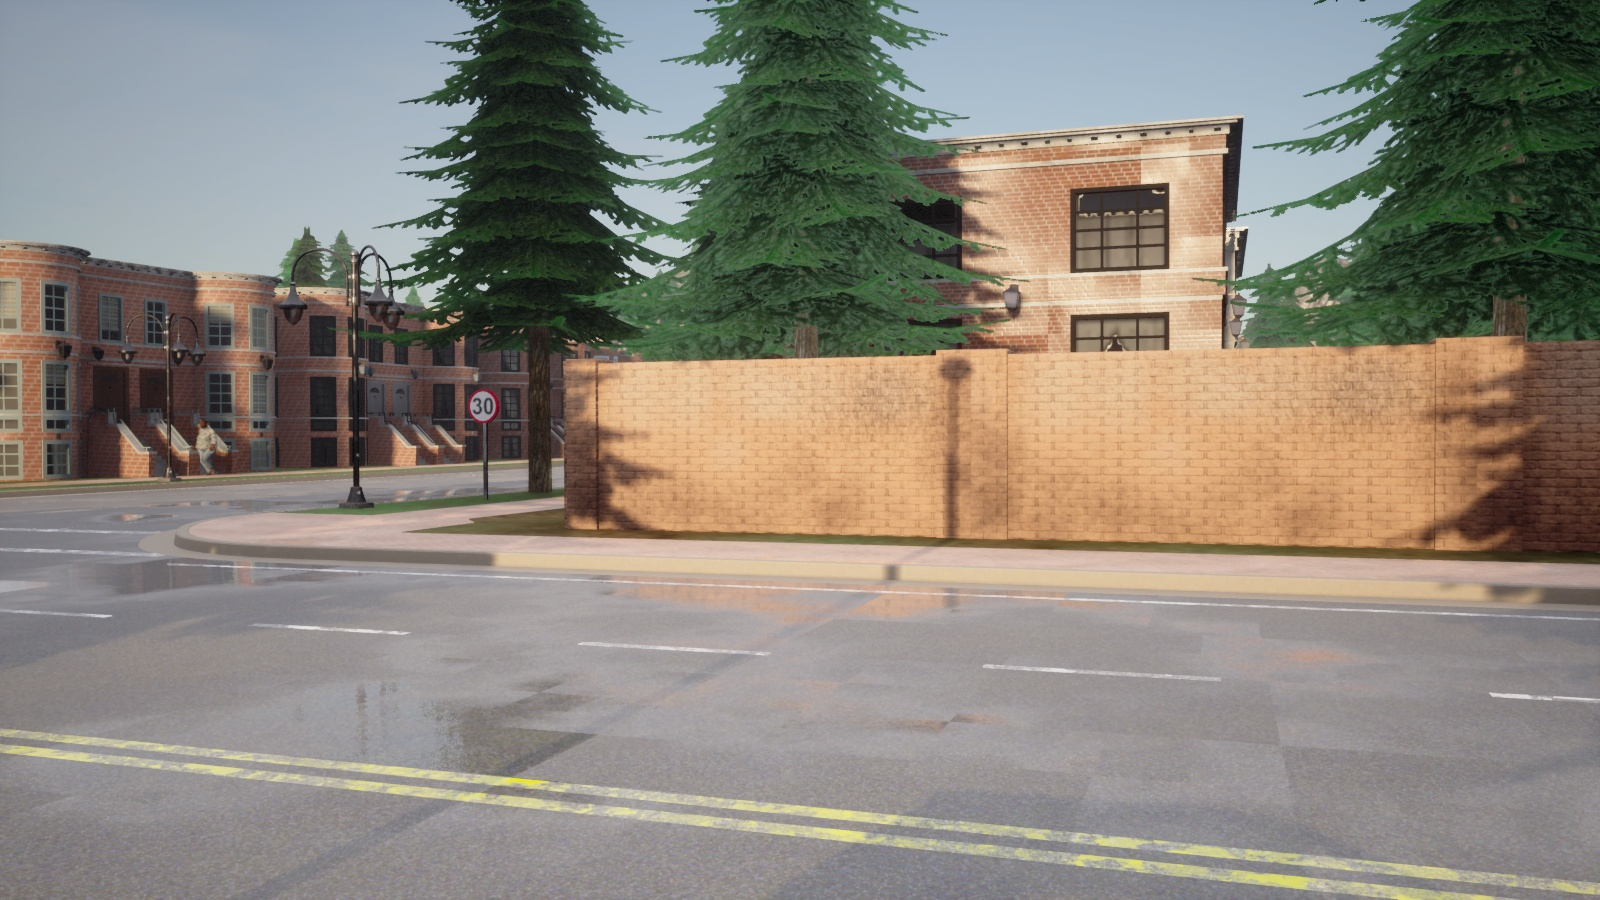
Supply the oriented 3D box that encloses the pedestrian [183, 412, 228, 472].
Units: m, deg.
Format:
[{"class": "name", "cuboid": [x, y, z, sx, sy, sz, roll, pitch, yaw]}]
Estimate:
[{"class": "pedestrian", "cuboid": [-18.612, -0.245, 39.338, 0.874, 1.855, 0.900, 1, 1, 20]}]
